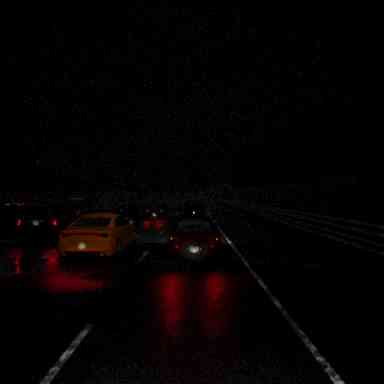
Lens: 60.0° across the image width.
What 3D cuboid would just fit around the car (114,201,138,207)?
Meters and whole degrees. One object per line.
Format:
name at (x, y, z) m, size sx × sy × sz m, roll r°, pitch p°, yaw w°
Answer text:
car at (-6.762, 1.638, 34.485) m, size 1.882 × 1.535 × 5.008 m, roll 0°, pitch 0°, yaw 1°

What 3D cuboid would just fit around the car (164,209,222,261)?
car at (0.080, 1.593, 12.492) m, size 1.812 × 1.442 × 4.674 m, roll 0°, pitch 0°, yaw 0°

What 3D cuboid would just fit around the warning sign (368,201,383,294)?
warning sign at (4.578, 1.157, 6.830) m, size 1.300 × 1.860 × 1.060 m, roll 2°, pitch 1°, yaw 0°

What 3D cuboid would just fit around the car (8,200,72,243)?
car at (-6.907, 1.439, 16.869) m, size 2.097 × 1.767 × 4.553 m, roll 0°, pitch 0°, yaw 0°

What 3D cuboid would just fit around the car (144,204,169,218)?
car at (-3.304, 1.752, 31.829) m, size 1.895 × 1.301 × 4.718 m, roll 0°, pitch 0°, yaw 1°

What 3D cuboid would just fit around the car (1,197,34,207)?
car at (-20.837, 1.531, 40.877) m, size 2.097 × 1.767 × 4.553 m, roll 0°, pitch 0°, yaw 1°

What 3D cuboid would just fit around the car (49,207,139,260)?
car at (-3.422, 1.547, 12.836) m, size 1.882 × 1.535 × 5.008 m, roll 0°, pitch 0°, yaw 0°

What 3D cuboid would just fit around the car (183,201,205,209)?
car at (0.218, 1.664, 33.258) m, size 1.837 × 1.490 × 4.892 m, roll 0°, pitch 0°, yaw 1°
